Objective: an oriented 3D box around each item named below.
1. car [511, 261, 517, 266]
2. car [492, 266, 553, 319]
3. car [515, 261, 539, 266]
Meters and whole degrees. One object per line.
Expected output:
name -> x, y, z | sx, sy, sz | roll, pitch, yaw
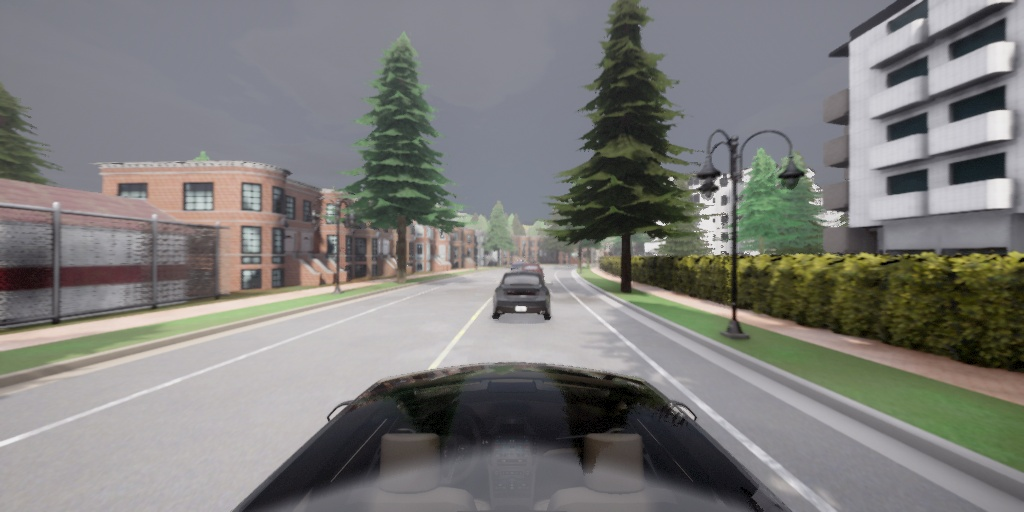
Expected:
car -> 0.995, 1.402, 50.981 | 2.033, 1.411, 5.357 | 0, 0, 10
car -> 0.387, 1.281, 12.910 | 1.837, 1.490, 4.892 | 0, 0, 3
car -> 1.551, 1.335, 28.662 | 1.812, 1.442, 4.674 | 0, 0, 6
